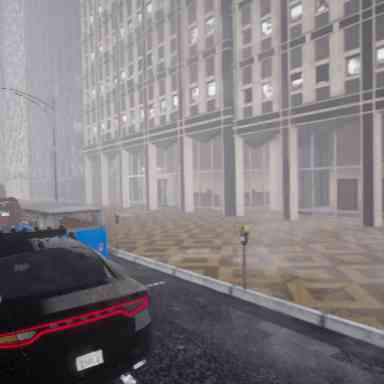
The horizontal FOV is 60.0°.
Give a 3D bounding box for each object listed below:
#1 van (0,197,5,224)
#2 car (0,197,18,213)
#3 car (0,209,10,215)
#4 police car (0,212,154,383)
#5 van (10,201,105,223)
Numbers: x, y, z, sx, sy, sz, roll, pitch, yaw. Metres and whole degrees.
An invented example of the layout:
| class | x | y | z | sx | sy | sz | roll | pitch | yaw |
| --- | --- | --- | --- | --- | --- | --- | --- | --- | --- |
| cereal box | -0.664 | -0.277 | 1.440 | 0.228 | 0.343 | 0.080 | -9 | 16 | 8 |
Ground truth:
| class | x | y | z | sx | sy | sz | roll | pitch | yaw |
| --- | --- | --- | --- | --- | --- | --- | --- | --- | --- |
| van | -14.446 | 1.254 | 23.279 | 1.690 | 1.788 | 3.998 | -3 | 2 | -38 |
| car | -10.950 | 1.224 | 18.798 | 2.192 | 1.841 | 5.009 | -3 | 2 | -38 |
| car | -8.642 | 1.488 | 12.962 | 1.812 | 1.442 | 4.674 | -2 | 1 | -38 |
| police car | -2.559 | 1.379 | 5.163 | 1.930 | 1.638 | 5.238 | -2 | 1 | -38 |
| van | -3.954 | 1.240 | 9.838 | 1.690 | 1.788 | 3.998 | -3 | 2 | -38 |
